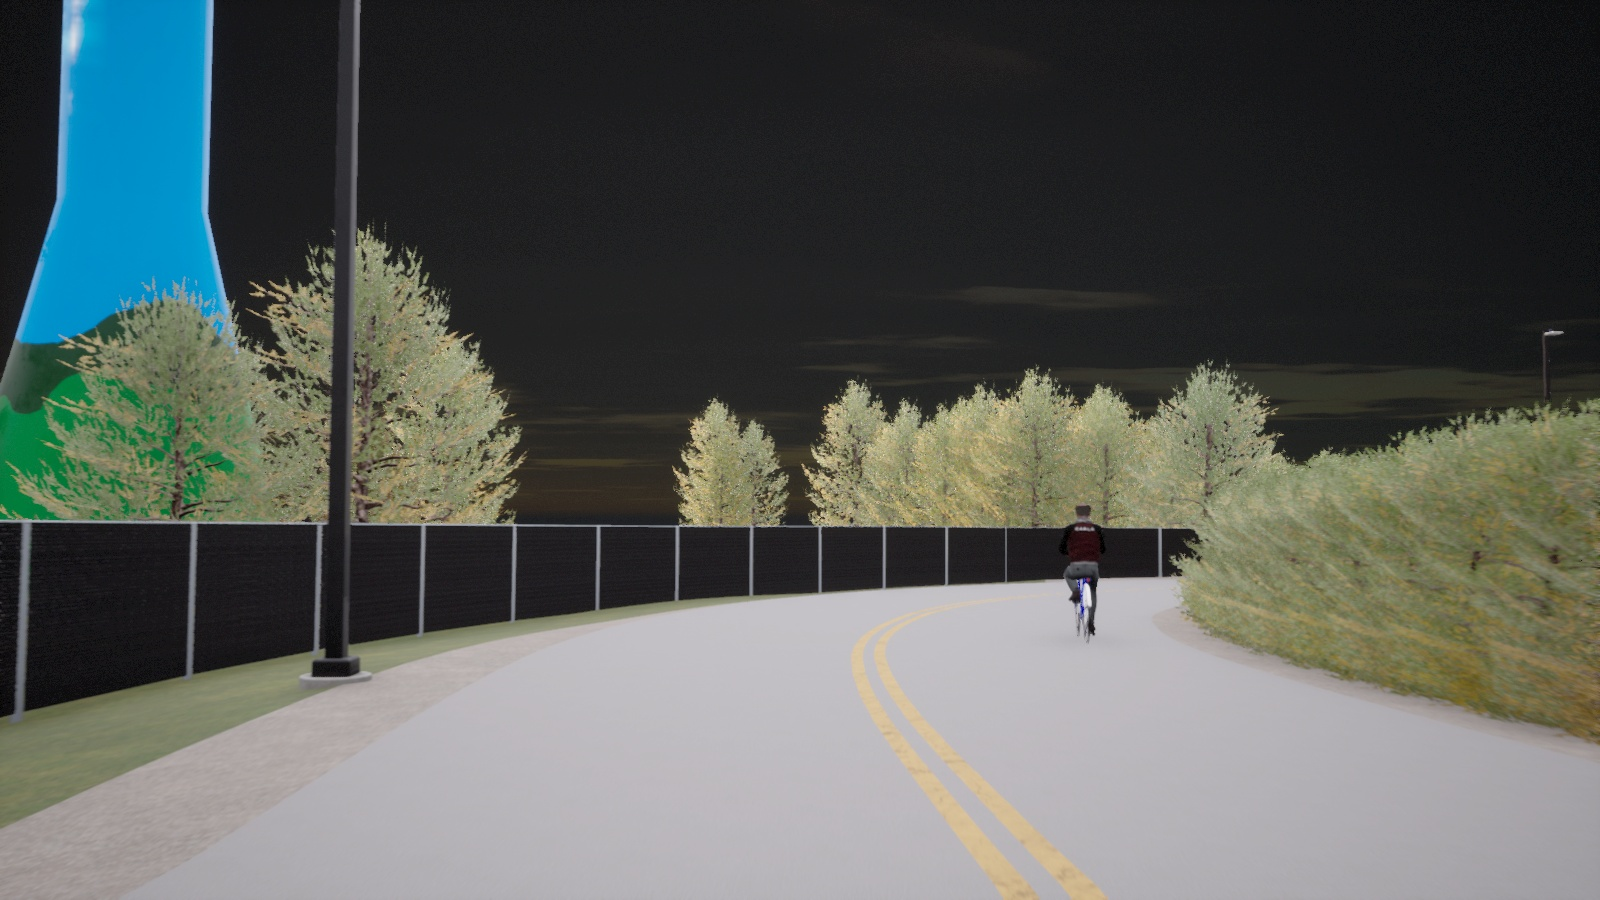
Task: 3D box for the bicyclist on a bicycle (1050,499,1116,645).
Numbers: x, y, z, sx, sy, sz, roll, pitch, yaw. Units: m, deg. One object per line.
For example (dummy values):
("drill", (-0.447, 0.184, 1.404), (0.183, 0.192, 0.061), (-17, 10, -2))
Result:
("bicyclist on a bicycle", (3.662, 1.555, 16.366), (0.659, 1.776, 1.843), (0, -4, 7))
